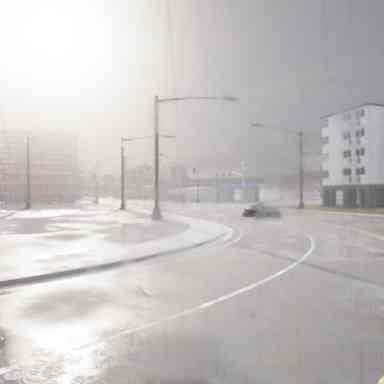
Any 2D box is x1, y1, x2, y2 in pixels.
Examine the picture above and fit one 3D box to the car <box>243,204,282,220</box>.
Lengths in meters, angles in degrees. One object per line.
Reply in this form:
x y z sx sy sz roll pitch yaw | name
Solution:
6.320 1.746 30.250 1.994 1.385 4.181 0 0 -19 | car
